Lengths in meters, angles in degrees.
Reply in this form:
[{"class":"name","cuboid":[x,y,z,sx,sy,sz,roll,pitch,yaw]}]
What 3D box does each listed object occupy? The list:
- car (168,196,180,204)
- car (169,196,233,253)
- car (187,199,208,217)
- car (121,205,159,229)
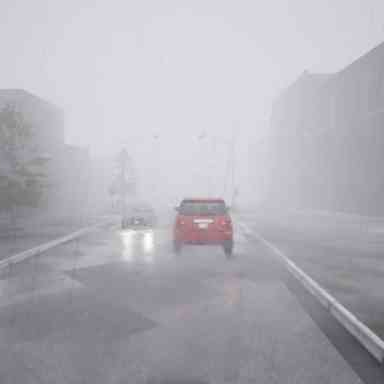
[{"class":"car","cuboid":[-3.275,1.424,61.426,1.812,1.442,4.674,0,0,0]},{"class":"car","cuboid":[0.422,1.205,13.802,2.150,2.045,5.566,0,0,1]},{"class":"car","cuboid":[0.460,1.438,31.519,1.882,1.535,5.008,0,0,0]},{"class":"car","cuboid":[-3.192,1.531,21.129,1.994,1.385,4.181,0,0,0]}]
